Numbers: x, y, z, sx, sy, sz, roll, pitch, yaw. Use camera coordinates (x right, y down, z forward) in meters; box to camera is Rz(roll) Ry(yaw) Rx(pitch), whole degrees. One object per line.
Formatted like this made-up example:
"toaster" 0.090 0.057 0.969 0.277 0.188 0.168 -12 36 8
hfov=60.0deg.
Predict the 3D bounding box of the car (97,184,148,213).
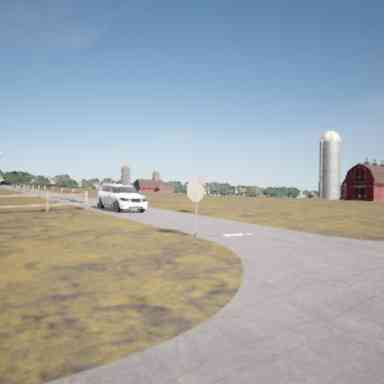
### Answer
"car" -5.385 0.430 25.214 2.150 2.045 5.566 2 1 -35
